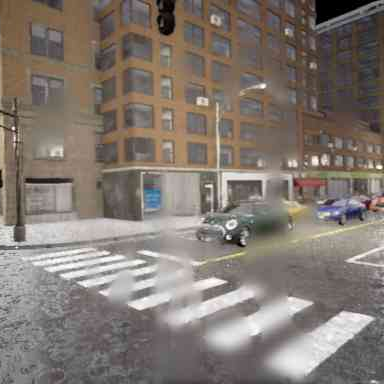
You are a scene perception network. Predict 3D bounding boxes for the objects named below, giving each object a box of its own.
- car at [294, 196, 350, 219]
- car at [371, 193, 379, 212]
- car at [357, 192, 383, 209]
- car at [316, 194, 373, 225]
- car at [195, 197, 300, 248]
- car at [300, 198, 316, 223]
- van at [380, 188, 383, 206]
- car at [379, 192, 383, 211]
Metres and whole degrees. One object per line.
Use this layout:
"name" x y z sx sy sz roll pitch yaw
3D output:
"car" 9.474 1.043 24.009 4.403 1.369 2.008 -2 1 -43
"car" 13.486 0.905 27.698 4.507 1.381 1.887 -2 1 -43
"car" 17.497 0.774 31.386 4.507 1.381 1.887 -2 1 -43
"car" 8.866 1.079 19.965 4.674 1.442 1.812 -2 1 -42
"car" 2.255 1.126 13.853 4.553 1.767 2.097 -2 1 -43
"car" 5.337 1.155 20.206 4.829 1.417 1.752 -2 1 -43
"van" 21.503 0.440 35.072 3.998 1.788 1.690 -2 1 -43
"car" 16.146 0.666 26.642 4.553 1.767 2.097 -2 1 -42
